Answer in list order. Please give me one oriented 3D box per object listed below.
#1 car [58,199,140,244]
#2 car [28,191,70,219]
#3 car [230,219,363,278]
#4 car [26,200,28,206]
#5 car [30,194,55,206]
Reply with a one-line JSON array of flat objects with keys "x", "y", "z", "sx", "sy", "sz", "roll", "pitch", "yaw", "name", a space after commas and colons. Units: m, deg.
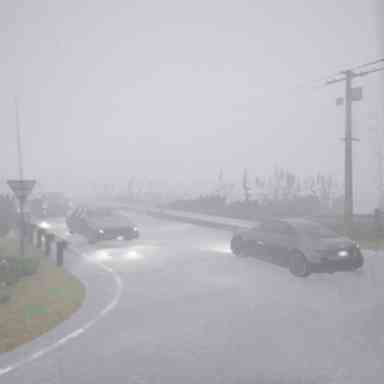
[{"x": -4.210, "y": 1.303, "z": 14.909, "sx": 2.033, "sy": 1.411, "sz": 5.357, "roll": 0, "pitch": 2, "yaw": -34, "name": "car"}, {"x": -9.685, "y": 0.781, "z": 23.003, "sx": 2.097, "sy": 1.767, "sz": 4.553, "roll": 0, "pitch": 2, "yaw": -34, "name": "car"}, {"x": 2.952, "y": 1.507, "z": 10.236, "sx": 1.994, "sy": 1.385, "sz": 4.181, "roll": 0, "pitch": 1, "yaw": -26, "name": "car"}, {"x": -16.410, "y": 0.768, "z": 32.972, "sx": 1.882, "sy": 1.535, "sz": 5.008, "roll": 0, "pitch": 0, "yaw": -34, "name": "car"}, {"x": -20.029, "y": 1.103, "z": 44.460, "sx": 2.128, "sy": 1.511, "sz": 4.902, "roll": 0, "pitch": -3, "yaw": -36, "name": "car"}]
